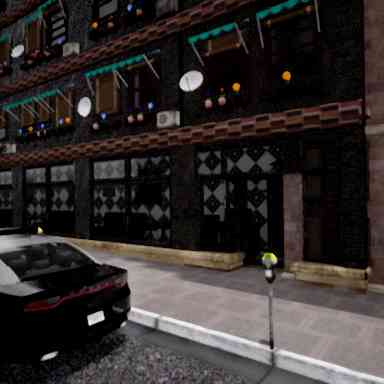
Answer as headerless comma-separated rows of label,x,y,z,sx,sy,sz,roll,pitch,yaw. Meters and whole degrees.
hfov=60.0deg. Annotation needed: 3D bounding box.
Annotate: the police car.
police car,-3.346,1.425,5.807,5.238,1.638,1.930,0,0,36
